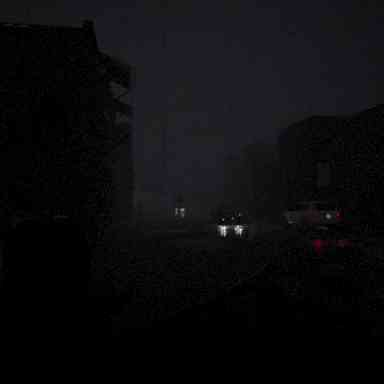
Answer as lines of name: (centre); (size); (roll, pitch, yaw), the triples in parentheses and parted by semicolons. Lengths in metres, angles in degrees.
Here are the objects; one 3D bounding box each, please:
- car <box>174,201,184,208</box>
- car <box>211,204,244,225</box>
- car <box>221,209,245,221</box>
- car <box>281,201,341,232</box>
car: (-3.041, 2.711, 75.121); (1.837, 1.490, 4.892); (-1, 1, -9)
car: (3.445, 2.254, 34.511); (2.150, 2.045, 5.566); (-1, -1, -10)
car: (5.260, 2.940, 43.311); (1.994, 1.385, 4.181); (-1, -2, -9)
car: (8.311, 1.714, 23.715); (2.150, 2.045, 5.566); (-1, -2, -7)
